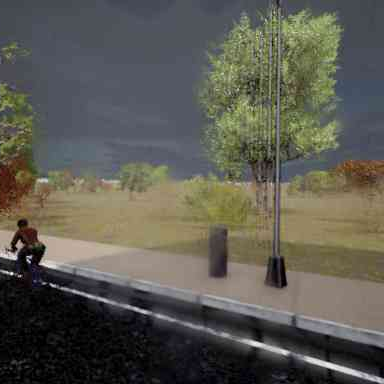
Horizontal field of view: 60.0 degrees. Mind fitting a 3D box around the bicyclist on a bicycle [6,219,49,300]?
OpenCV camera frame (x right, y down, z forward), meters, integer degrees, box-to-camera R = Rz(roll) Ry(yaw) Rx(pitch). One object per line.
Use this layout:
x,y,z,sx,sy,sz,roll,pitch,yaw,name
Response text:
-3.524,1.409,7.090,1.656,1.620,0.582,0,0,35,bicyclist on a bicycle
